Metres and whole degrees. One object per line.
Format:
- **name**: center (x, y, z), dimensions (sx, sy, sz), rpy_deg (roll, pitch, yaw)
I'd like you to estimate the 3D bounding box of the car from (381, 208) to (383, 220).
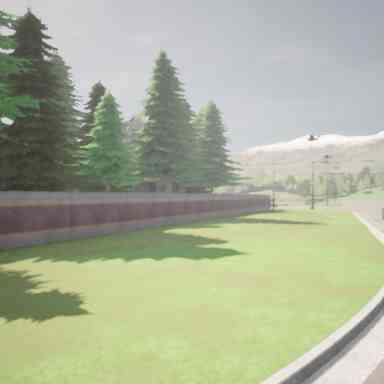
- **car**: center (18.093, 1.846, 29.413), dimensions (1.837, 1.490, 4.892), rpy_deg (-1, -1, 24)
